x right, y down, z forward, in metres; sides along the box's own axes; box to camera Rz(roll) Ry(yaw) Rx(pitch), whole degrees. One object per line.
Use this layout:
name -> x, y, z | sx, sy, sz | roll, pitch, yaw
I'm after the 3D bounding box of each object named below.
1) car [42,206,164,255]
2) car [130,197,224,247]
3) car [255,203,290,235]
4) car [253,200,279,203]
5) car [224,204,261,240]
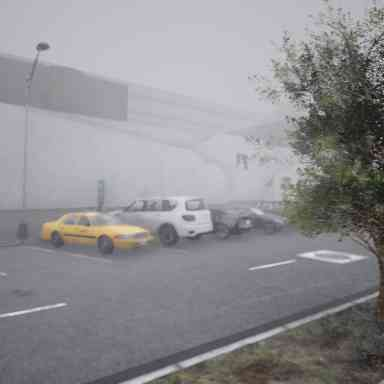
car -> -3.947, 1.491, 13.538 | 5.366, 1.575, 1.946 | -1, -1, 34
car -> -1.681, 1.244, 15.401 | 5.566, 2.045, 2.435 | -1, -1, 34
car -> 3.238, 1.519, 18.880 | 4.674, 1.452, 2.002 | -1, -1, 34
car -> 5.653, 1.334, 20.639 | 4.553, 1.767, 2.185 | -1, -1, 34
car -> 0.762, 1.517, 17.141 | 4.792, 1.488, 2.163 | -1, 0, 34
